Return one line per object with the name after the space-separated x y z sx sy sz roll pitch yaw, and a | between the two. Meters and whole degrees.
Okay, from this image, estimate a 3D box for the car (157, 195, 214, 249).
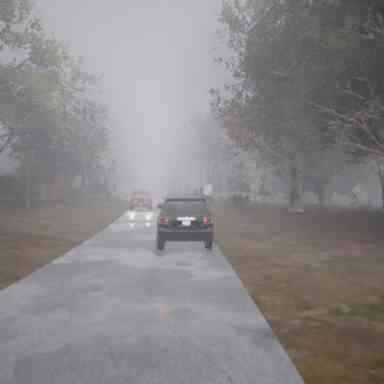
-0.350 1.141 14.434 2.150 2.045 5.566 0 1 -3 | car

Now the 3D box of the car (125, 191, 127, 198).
-13.876 0.445 74.619 2.097 1.767 4.553 1 0 -16 | car

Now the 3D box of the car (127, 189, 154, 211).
-5.162 0.747 33.933 2.150 2.045 5.566 1 1 -8 | car

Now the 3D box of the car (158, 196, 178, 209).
-2.779 1.128 38.039 1.895 1.301 4.718 1 1 -8 | car
